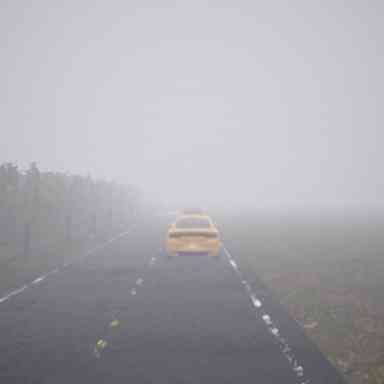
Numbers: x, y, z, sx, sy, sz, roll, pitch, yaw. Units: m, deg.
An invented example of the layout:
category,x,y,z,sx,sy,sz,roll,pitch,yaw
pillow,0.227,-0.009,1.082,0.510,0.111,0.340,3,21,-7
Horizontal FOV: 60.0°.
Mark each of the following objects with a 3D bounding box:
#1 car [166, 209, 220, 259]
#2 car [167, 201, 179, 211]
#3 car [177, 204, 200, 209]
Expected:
category,x,y,z,sx,sy,sz,roll,pitch,yaw
car,0.052,1.656,13.394,1.882,1.535,5.008,0,0,0
car,-2.841,2.188,51.769,2.128,1.511,4.902,0,-1,0
car,0.043,1.930,27.413,1.994,1.385,4.181,0,-1,0
